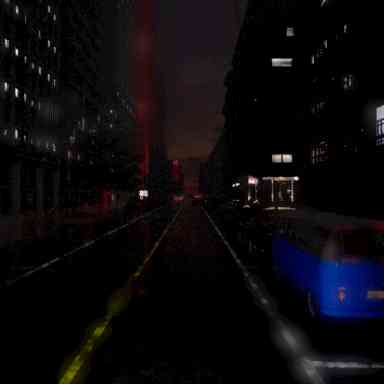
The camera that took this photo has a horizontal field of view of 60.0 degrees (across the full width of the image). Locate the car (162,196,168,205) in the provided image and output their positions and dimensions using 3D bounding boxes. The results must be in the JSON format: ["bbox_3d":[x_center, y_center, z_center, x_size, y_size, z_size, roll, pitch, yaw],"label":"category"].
[{"bbox_3d":[-5.681,1.545,57.909,1.802,1.307,4.206,1,0,0],"label":"car"}]

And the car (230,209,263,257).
[{"bbox_3d":[2.811,1.549,12.624,2.008,1.369,4.403,1,0,0],"label":"car"}]

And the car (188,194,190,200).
[{"bbox_3d":[0.000,1.240,84.067,1.882,1.535,5.008,0,0,0],"label":"car"}]

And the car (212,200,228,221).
[{"bbox_3d":[2.723,1.538,23.937,1.887,1.381,4.507,1,0,0],"label":"car"}]

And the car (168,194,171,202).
[{"bbox_3d":[-5.680,1.500,63.566,1.887,1.381,4.507,1,0,0],"label":"car"}]

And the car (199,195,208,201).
[{"bbox_3d":[2.700,1.494,80.502,1.947,1.339,4.313,1,0,0],"label":"car"}]

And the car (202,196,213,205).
[{"bbox_3d":[2.701,1.488,58.046,1.752,1.417,4.829,1,0,0],"label":"car"}]

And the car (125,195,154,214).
[{"bbox_3d":[-5.677,1.299,35.282,2.192,1.841,5.009,1,0,0],"label":"car"}]

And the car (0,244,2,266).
[{"bbox_3d":[-5.811,1.550,6.995,2.008,1.369,4.403,1,0,0],"label":"car"}]

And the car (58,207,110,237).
[{"bbox_3d":[-5.747,1.522,18.143,1.752,1.417,4.829,1,0,0],"label":"car"}]

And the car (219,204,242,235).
[{"bbox_3d":[2.767,1.562,18.281,1.947,1.339,4.313,1,0,0],"label":"car"}]

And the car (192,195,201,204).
[{"bbox_3d":[0.822,1.423,63.660,1.801,1.575,5.366,0,0,0],"label":"car"}]

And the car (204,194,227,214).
[{"bbox_3d":[2.703,1.299,35.249,2.192,1.841,5.009,1,0,0],"label":"car"}]

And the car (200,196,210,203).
[{"bbox_3d":[2.700,1.498,69.189,2.008,1.369,4.403,1,0,0],"label":"car"}]

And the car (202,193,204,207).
[{"bbox_3d":[2.703,1.295,40.906,2.192,1.841,5.009,1,0,0],"label":"car"}]

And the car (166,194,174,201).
[{"bbox_3d":[-5.678,1.359,86.195,1.967,1.590,4.097,1,0,0],"label":"car"}]

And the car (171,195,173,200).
[{"bbox_3d":[-5.680,1.513,69.223,1.947,1.339,4.313,1,0,0],"label":"car"}]

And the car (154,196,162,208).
[{"bbox_3d":[-5.680,1.520,46.596,1.887,1.381,4.507,1,0,0],"label":"car"}]

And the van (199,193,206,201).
[{"bbox_3d":[2.703,1.260,86.159,1.690,1.788,3.998,1,0,0],"label":"van"}]

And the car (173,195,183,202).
[{"bbox_3d":[-3.000,1.372,75.962,1.882,1.535,5.008,0,0,0],"label":"car"}]

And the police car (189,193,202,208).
[{"bbox_3d":[0.900,1.400,47.582,1.930,1.638,5.238,0,0,0],"label":"police car"}]

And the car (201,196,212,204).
[{"bbox_3d":[2.700,1.521,63.532,1.947,1.339,4.313,1,0,0],"label":"car"}]

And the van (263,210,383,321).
[{"bbox_3d":[2.832,1.340,6.964,1.690,1.788,3.998,1,0,0],"label":"van"}]
